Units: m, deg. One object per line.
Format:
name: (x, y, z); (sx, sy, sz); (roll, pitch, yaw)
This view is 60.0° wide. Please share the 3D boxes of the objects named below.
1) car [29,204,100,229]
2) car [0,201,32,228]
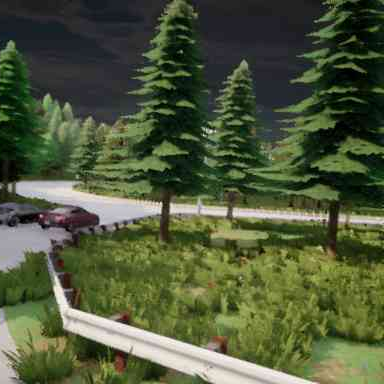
car: (-7.456, 1.545, 20.526); (1.812, 1.442, 4.674); (5, 1, 13)
car: (-10.762, 1.294, 20.287); (1.994, 1.385, 4.181); (5, 1, 11)
